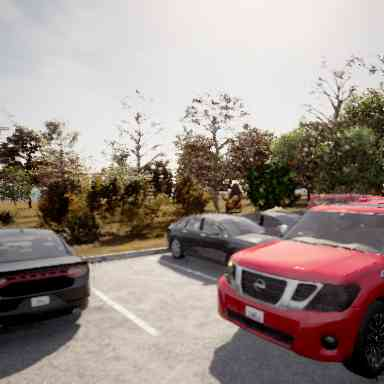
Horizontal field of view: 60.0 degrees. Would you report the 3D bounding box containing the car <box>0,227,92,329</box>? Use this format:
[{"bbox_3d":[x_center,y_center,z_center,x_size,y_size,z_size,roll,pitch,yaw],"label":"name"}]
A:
[{"bbox_3d":[-3.684,1.473,6.965,2.097,1.535,5.008,0,0,-35],"label":"car"}]

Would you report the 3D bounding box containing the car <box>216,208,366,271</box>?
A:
[{"bbox_3d":[3.240,1.460,11.846,2.163,1.488,4.792,0,0,-35],"label":"car"}]

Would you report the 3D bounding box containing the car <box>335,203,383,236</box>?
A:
[{"bbox_3d":[10.145,1.385,16.773,2.097,1.535,5.008,0,0,-35],"label":"car"}]

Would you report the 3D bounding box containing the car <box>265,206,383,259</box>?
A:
[{"bbox_3d":[5.543,1.446,13.480,2.163,1.488,4.792,0,0,-35],"label":"car"}]

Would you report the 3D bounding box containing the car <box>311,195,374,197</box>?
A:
[{"bbox_3d":[7.844,1.151,15.114,2.435,2.045,5.566,0,0,-35],"label":"car"}]

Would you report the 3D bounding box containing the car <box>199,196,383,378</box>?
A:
[{"bbox_3d":[3.048,1.192,5.846,5.566,2.045,2.150,0,0,-35],"label":"car"}]
